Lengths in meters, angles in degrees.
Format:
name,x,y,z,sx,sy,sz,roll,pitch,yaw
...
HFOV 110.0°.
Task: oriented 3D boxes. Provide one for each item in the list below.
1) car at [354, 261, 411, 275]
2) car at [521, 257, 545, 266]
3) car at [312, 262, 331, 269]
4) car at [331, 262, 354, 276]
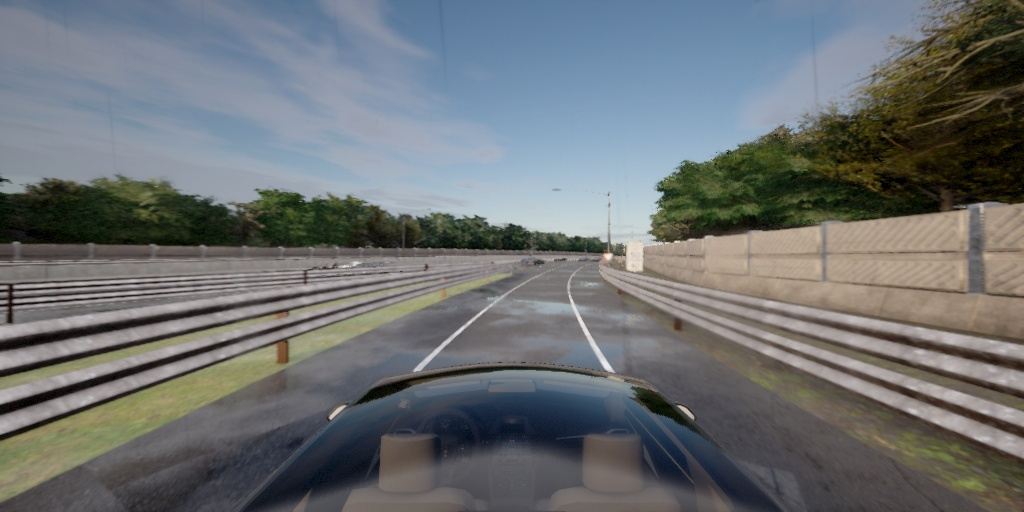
name,x,y,z,sx,sy,sz,roll,pitch,yaw
car,-11.563,1.241,33.180,2.128,1.511,4.902,1,1,30
car,3.911,0.925,60.286,2.128,1.511,4.902,0,1,30
car,-17.630,1.264,36.674,1.895,1.301,4.718,1,1,30
car,-14.605,1.232,34.912,1.812,1.442,4.674,1,1,30
